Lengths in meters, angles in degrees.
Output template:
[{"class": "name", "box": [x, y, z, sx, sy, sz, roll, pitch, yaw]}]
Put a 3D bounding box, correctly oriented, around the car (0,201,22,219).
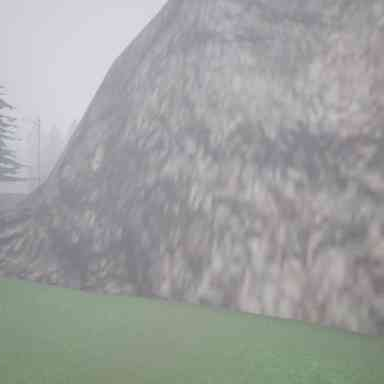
[{"class": "car", "box": [-16.242, 1.491, 26.664, 2.128, 1.511, 4.902, 0, 0, 29]}]
